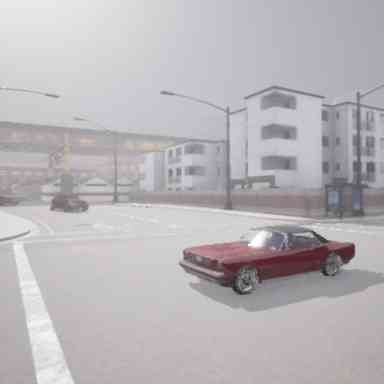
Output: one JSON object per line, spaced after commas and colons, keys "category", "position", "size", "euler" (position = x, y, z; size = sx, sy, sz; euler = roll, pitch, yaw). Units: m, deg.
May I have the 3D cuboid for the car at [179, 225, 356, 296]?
{"category": "car", "position": [2.064, 1.600, 8.741], "size": [4.718, 1.301, 1.895], "euler": [0, 0, -30]}

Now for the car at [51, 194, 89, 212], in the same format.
{"category": "car", "position": [-11.939, 0.973, 32.468], "size": [4.553, 1.767, 2.097], "euler": [2, 1, 44]}

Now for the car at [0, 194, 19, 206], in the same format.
{"category": "car", "position": [-23.213, 0.932, 40.612], "size": [4.674, 1.442, 1.812], "euler": [1, 0, 27]}
